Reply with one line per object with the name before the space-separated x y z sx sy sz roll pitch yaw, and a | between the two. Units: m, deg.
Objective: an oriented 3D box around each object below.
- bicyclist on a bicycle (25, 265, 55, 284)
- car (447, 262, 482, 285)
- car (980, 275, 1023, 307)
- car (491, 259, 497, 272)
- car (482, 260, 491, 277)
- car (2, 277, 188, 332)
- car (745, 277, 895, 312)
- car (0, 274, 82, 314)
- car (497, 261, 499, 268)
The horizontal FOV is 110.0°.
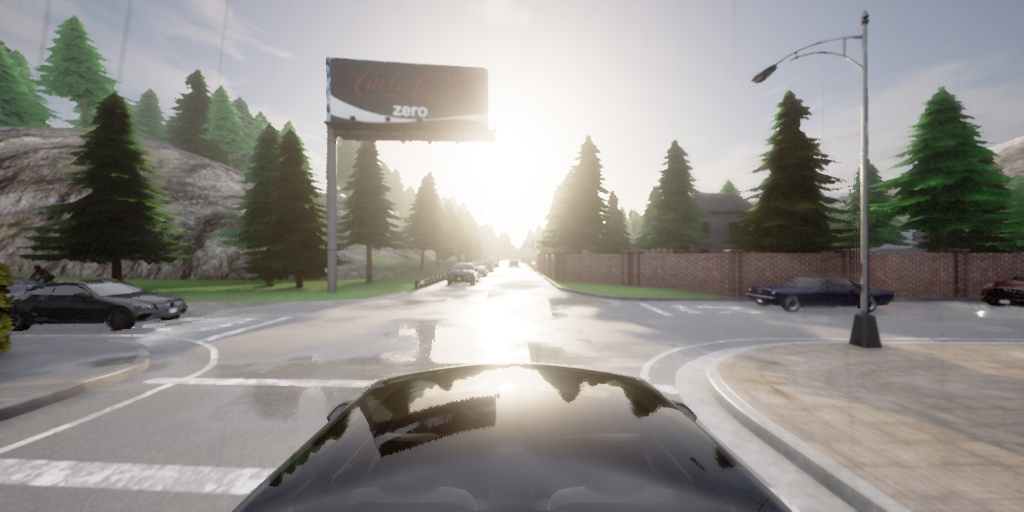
bicyclist on a bicycle | -22.775 1.268 17.352 0.582 1.620 1.656 2 3 -12
car | -3.500 1.268 26.149 1.837 1.490 4.892 0 0 0
car | 22.235 1.274 14.500 4.553 1.767 2.097 0 0 1
car | -3.409 1.375 46.954 1.895 1.301 4.718 0 0 0
car | -3.456 1.294 35.942 1.812 1.442 4.674 0 0 0
car | -13.051 1.463 11.217 4.674 1.442 1.812 0 0 -3
car | 12.387 1.527 14.709 4.718 1.301 1.895 0 0 1
car | -21.217 1.490 14.123 5.357 1.411 2.033 0 0 -12
car | -3.268 1.329 62.510 1.837 1.490 4.892 0 0 0
